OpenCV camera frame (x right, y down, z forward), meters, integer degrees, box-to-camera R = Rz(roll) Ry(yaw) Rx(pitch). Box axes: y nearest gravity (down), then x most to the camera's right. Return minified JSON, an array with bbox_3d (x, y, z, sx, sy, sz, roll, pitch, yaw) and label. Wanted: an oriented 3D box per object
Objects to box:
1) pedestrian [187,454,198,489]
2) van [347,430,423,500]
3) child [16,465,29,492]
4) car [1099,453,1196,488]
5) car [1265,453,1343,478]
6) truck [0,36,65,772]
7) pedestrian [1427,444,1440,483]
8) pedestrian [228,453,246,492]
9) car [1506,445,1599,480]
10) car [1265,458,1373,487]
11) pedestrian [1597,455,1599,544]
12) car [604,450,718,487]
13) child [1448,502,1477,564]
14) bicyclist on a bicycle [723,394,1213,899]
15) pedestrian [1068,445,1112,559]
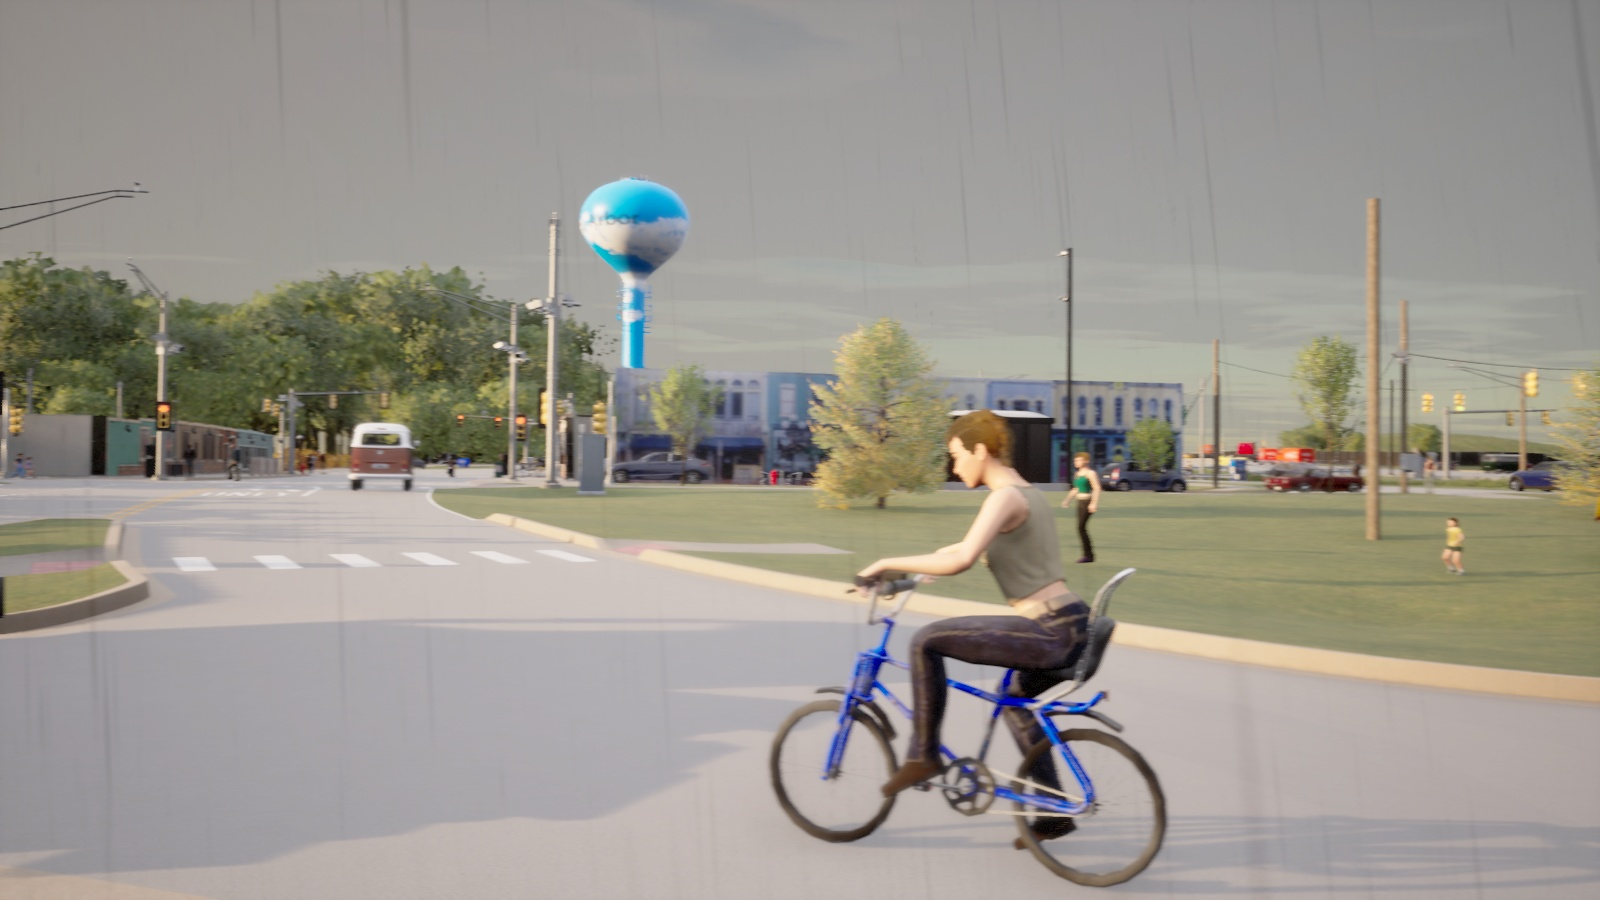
[{"bbox_3d":[-33.708,1.179,69.674,0.402,1.930,0.666,0,-1,-13],"label":"pedestrian"},{"bbox_3d":[-12.837,0.457,39.054,2.069,2.038,4.480,0,-1,-16],"label":"van"},{"bbox_3d":[-35.833,1.320,57.861,0.437,1.263,0.270,0,-1,-17],"label":"child"},{"bbox_3d":[16.272,0.974,58.875,3.988,1.617,1.851,0,-1,-12],"label":"car"},{"bbox_3d":[30.744,0.953,76.777,2.163,1.488,4.792,0,-1,-11],"label":"car"},{"bbox_3d":[-7.859,-0.090,6.350,7.936,3.462,2.891,-2,-1,23],"label":"truck"},{"bbox_3d":[30.101,0.650,59.641,0.345,1.836,0.594,-1,-1,6],"label":"pedestrian"},{"bbox_3d":[-26.859,1.056,59.910,0.726,1.842,0.402,0,-1,-7],"label":"pedestrian"},{"bbox_3d":[39.958,0.675,66.437,2.097,1.767,4.553,0,-1,-12],"label":"car"},{"bbox_3d":[25.219,1.102,61.044,4.718,1.301,1.895,-1,-1,-18],"label":"car"},{"bbox_3d":[16.804,1.013,25.717,0.726,1.835,0.370,0,-1,-14],"label":"pedestrian"},{"bbox_3d":[-6.442,0.860,57.982,5.027,1.651,2.152,0,-1,-12],"label":"car"},{"bbox_3d":[12.106,1.509,22.946,0.394,1.110,0.255,0,-1,-18],"label":"child"},{"bbox_3d":[0.603,0.651,4.449,1.509,1.612,0.866,0,-1,28],"label":"bicyclist on a bicycle"},{"bbox_3d":[4.741,0.847,20.549,0.594,1.836,0.345,0,-1,-17],"label":"pedestrian"}]
